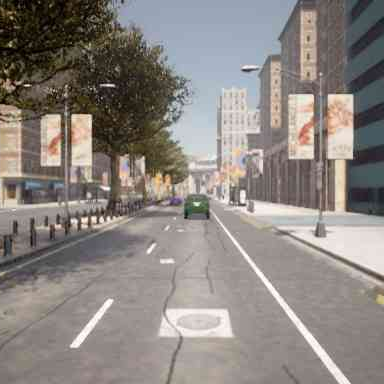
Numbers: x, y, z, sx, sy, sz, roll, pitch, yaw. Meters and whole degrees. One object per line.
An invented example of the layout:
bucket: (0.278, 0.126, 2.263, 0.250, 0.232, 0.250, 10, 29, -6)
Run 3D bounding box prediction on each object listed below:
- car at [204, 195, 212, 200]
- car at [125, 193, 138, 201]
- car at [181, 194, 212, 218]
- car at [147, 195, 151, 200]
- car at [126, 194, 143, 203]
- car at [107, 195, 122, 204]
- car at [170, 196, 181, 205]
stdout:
car: (4.309, 1.421, 89.992, 1.895, 1.301, 4.718, 0, 0, 1)
car: (-14.087, 1.204, 77.724, 2.097, 1.767, 4.553, 0, 0, 1)
car: (0.443, 1.163, 29.775, 2.150, 2.045, 5.566, 0, 0, 1)
car: (-10.588, 1.374, 77.694, 2.128, 1.511, 4.902, 0, 0, 1)
car: (-10.827, 1.427, 61.871, 2.033, 1.411, 5.357, 0, 0, 1)
car: (-14.330, 1.357, 61.874, 1.882, 1.535, 5.008, 0, 0, 1)
car: (-2.736, 1.413, 57.854, 1.812, 1.442, 4.674, 0, 0, 1)
